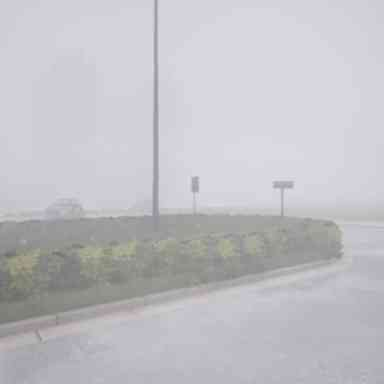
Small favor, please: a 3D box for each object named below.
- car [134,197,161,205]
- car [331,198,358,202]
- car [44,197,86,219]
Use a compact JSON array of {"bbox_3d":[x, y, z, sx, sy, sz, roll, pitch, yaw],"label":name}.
[{"bbox_3d":[-5.895,1.532,43.654,2.242,1.667,4.611,0,0,-36],"label":"car"},{"bbox_3d":[25.151,1.678,55.953,2.033,1.411,5.357,0,0,-35],"label":"car"},{"bbox_3d":[-9.484,1.327,24.700,1.932,1.855,4.605,0,0,-36],"label":"car"}]
